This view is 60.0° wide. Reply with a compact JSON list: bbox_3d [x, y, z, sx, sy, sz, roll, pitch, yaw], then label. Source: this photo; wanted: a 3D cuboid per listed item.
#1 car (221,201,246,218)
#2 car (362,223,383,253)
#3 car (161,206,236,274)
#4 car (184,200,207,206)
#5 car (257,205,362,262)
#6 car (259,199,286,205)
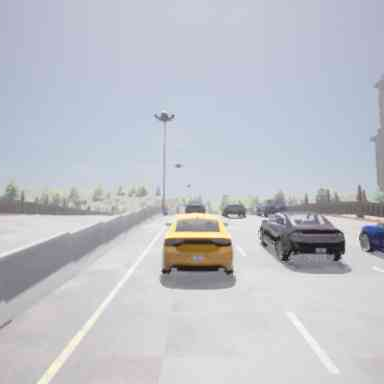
[{"bbox_3d":[3.791,1.569,30.888,2.128,1.511,4.902,0,-2,0],"label":"car"},{"bbox_3d":[7.159,1.431,10.354,1.882,1.535,5.008,0,0,0],"label":"car"},{"bbox_3d":[0.160,1.418,10.435,1.882,1.535,5.008,0,0,0],"label":"car"},{"bbox_3d":[0.290,1.567,30.730,1.837,1.490,4.892,0,-2,0],"label":"car"},{"bbox_3d":[3.669,1.430,11.832,2.128,1.511,4.902,0,0,0],"label":"car"},{"bbox_3d":[7.288,1.420,30.437,2.097,1.767,4.553,0,-2,0],"label":"car"}]
